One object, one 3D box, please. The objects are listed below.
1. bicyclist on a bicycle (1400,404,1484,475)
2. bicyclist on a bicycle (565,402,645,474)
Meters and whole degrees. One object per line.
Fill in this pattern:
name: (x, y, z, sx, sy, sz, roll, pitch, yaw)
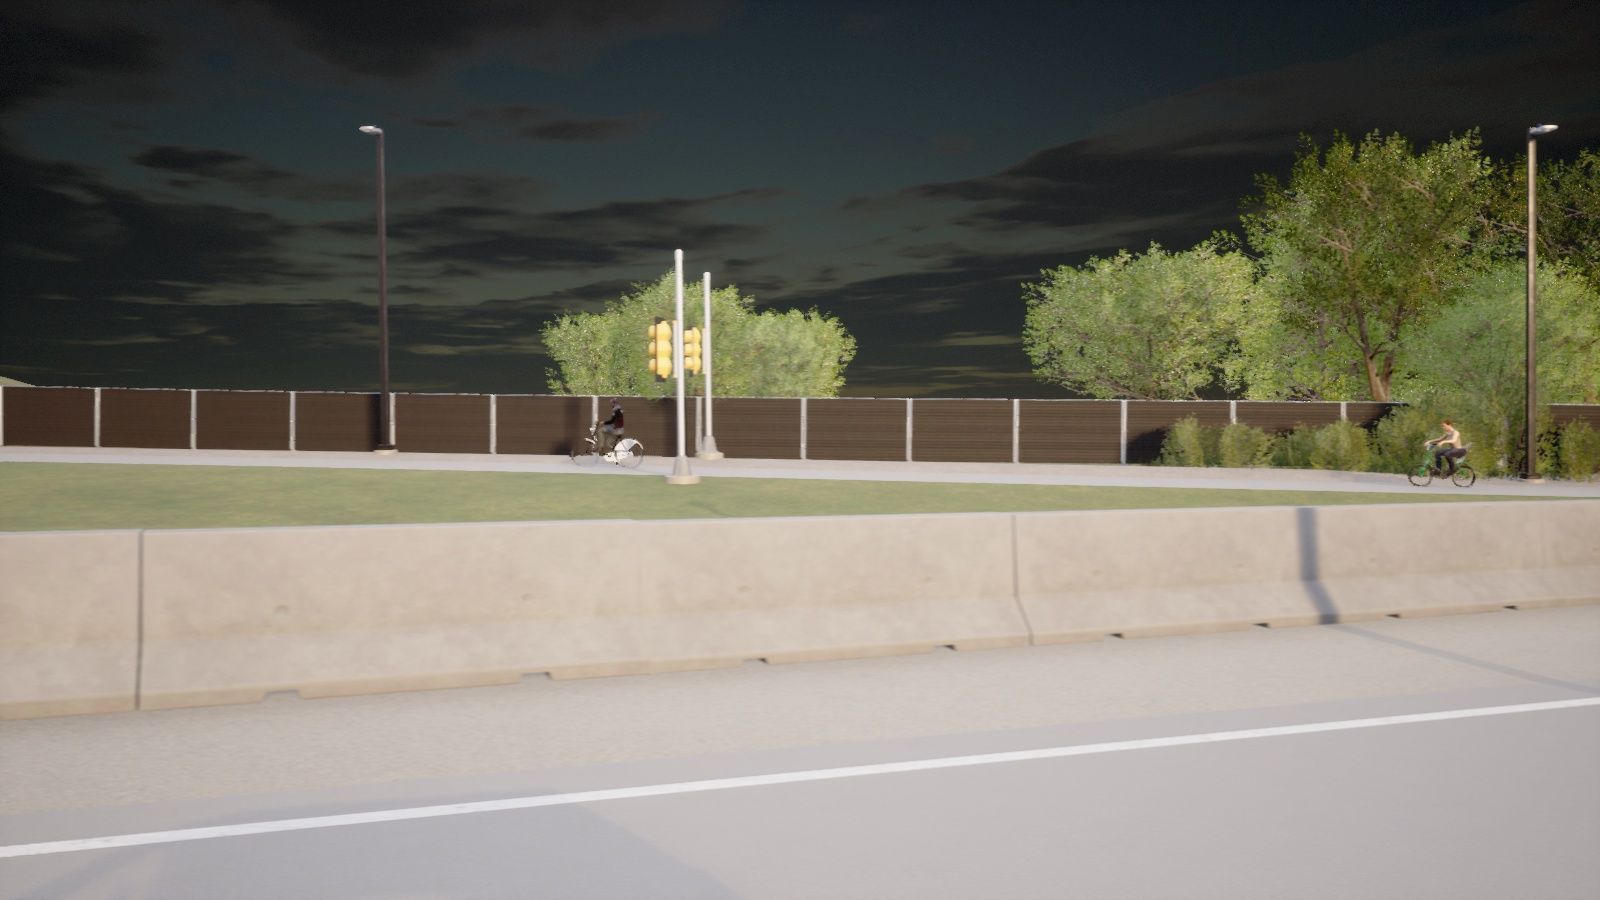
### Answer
bicyclist on a bicycle: (14.909, -0.246, 29.200, 1.509, 1.612, 0.866, 0, 2, 5)
bicyclist on a bicycle: (-4.841, -0.311, 31.264, 1.843, 1.776, 0.659, 0, 2, 6)
